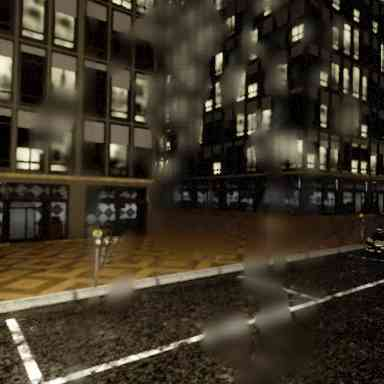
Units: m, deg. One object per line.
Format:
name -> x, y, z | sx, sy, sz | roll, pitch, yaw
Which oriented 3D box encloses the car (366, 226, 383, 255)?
car -> 8.210, 1.651, 12.398 | 4.403, 1.369, 2.008 | 1, 1, -35
